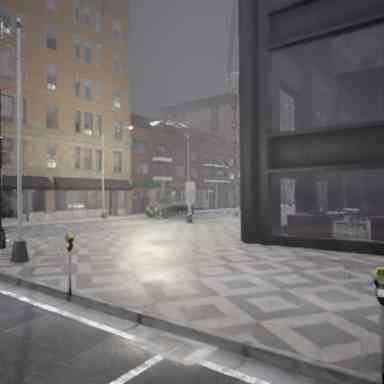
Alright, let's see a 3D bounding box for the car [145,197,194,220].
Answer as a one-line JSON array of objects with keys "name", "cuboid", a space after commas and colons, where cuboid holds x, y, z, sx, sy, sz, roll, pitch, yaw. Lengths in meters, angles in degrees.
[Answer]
[{"name": "car", "cuboid": [-2.027, 1.484, 31.913, 2.150, 2.045, 5.566, -1, -1, 36]}]
